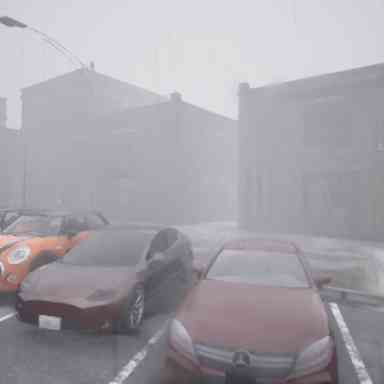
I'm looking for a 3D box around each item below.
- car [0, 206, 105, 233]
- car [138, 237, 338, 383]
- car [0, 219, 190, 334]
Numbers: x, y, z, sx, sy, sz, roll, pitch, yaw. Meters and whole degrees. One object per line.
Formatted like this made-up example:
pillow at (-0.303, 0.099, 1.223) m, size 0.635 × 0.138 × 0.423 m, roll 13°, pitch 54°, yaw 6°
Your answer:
car at (-3.791, 1.304, 8.847) m, size 2.185 × 1.767 × 4.553 m, roll 1°, pitch 0°, yaw 16°
car at (1.078, 1.511, 5.323) m, size 2.002 × 1.452 × 4.674 m, roll 1°, pitch 0°, yaw 16°
car at (-1.372, 1.479, 7.040) m, size 2.163 × 1.488 × 4.792 m, roll 1°, pitch 0°, yaw 16°
